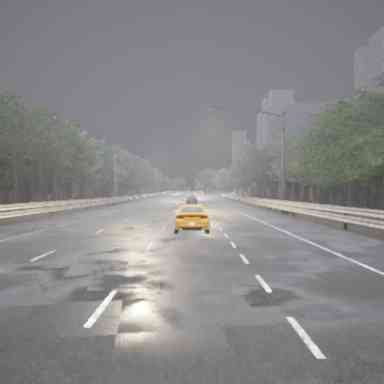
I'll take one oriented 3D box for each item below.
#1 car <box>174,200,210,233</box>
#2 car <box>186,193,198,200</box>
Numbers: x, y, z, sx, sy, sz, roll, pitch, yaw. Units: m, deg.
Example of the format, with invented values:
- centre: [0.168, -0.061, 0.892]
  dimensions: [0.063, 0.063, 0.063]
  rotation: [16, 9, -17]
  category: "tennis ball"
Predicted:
- centre: [-0.001, 1.471, 19.542]
  dimensions: [1.882, 1.535, 5.008]
  rotation: [0, 0, 0]
  category: "car"
- centre: [-0.001, 1.407, 56.671]
  dimensions: [2.128, 1.511, 4.902]
  rotation: [0, 0, 0]
  category: "car"
